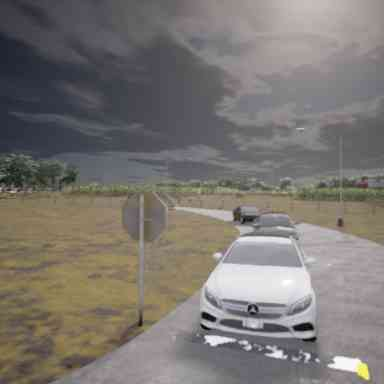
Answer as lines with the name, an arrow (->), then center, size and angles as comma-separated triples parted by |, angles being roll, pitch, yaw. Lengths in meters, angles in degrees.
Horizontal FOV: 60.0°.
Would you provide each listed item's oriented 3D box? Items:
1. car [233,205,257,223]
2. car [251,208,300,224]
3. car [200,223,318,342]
car -> 4.804, 1.899, 28.650 | 1.882, 1.535, 5.008 | 0, -1, -4
car -> 3.964, 1.751, 16.049 | 1.837, 1.490, 4.892 | 0, 0, 9
car -> 1.535, 1.637, 6.968 | 1.812, 1.442, 4.674 | 0, -1, 17
